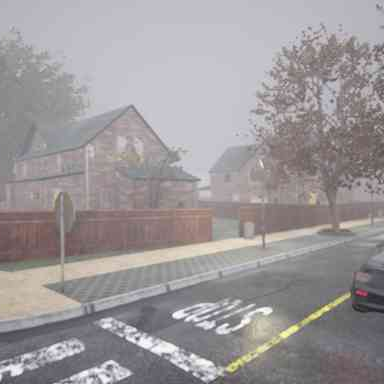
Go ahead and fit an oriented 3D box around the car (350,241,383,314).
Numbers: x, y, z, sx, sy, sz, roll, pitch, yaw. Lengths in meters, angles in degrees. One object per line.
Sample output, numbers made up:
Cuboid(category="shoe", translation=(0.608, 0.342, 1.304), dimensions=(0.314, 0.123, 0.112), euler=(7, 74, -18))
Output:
Cuboid(category="car", translation=(4.770, 1.619, 6.877), dimensions=(1.812, 1.442, 4.674), euler=(-1, -1, 43))
